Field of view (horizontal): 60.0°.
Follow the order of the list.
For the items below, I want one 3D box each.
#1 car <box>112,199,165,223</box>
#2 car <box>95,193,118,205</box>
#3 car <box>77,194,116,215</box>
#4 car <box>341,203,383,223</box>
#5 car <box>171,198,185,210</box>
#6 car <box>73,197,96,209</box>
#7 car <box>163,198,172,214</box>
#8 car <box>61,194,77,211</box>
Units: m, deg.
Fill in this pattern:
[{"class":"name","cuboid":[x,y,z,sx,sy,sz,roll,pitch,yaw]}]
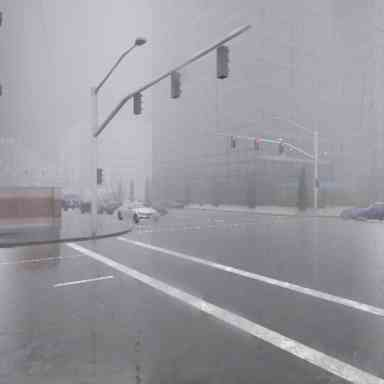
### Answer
[{"class":"car","cuboid":[-4.292,1.526,25.899,1.812,1.442,4.674,0,0,-36]},{"class":"car","cuboid":[-15.486,1.221,59.872,2.150,2.045,5.566,0,0,-36]},{"class":"car","cuboid":[-9.521,1.352,33.195,2.097,1.767,4.553,0,0,-36]},{"class":"car","cuboid":[13.601,1.525,24.978,4.674,1.442,1.812,0,1,-9]},{"class":"car","cuboid":[-2.837,1.491,42.220,2.128,1.511,4.902,0,0,-36]},{"class":"car","cuboid":[-15.419,1.526,47.450,1.812,1.442,4.674,0,0,-35]},{"class":"car","cuboid":[-4.404,1.547,32.061,2.033,1.411,5.357,0,0,-36]},{"class":"car","cuboid":[-15.121,1.221,41.007,2.150,2.045,5.566,0,0,-36]}]
